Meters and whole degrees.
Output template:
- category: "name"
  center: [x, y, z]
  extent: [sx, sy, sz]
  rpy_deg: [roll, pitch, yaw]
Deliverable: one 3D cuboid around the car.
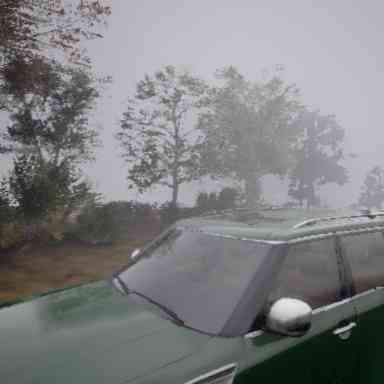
- category: "car"
  center: [0.656, 1.237, 3.433]
  extent: [5.566, 2.045, 2.150]
  rpy_deg: [1, 0, -34]
